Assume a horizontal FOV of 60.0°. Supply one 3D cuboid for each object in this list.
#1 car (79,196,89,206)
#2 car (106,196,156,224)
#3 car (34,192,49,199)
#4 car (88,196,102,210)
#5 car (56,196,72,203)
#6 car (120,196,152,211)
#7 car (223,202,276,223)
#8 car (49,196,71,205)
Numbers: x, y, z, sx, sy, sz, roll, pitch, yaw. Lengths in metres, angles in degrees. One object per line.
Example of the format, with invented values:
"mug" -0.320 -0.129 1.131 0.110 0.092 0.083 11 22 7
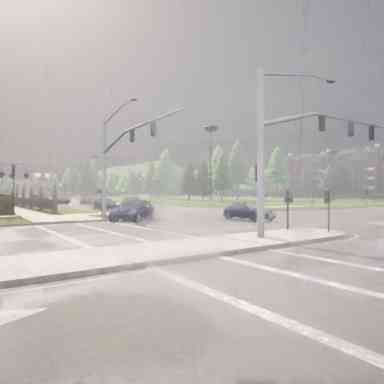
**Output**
"car" -17.579 1.489 56.258 2.128 1.511 4.902 0 0 -36
"car" -4.350 1.350 24.972 2.097 1.767 4.553 -1 0 14
"car" -31.522 0.991 69.622 2.150 2.045 5.566 0 0 -36
"car" -10.674 1.503 40.772 1.837 1.490 4.892 0 0 -36
"car" -26.432 1.528 68.573 1.994 1.385 4.181 0 0 -36
"car" -7.053 1.350 41.744 2.097 1.767 4.553 0 0 -36
"car" 4.363 1.523 26.036 1.812 1.442 4.674 0 0 -36
"car" -22.547 1.599 57.155 1.895 1.301 4.718 0 0 -36
